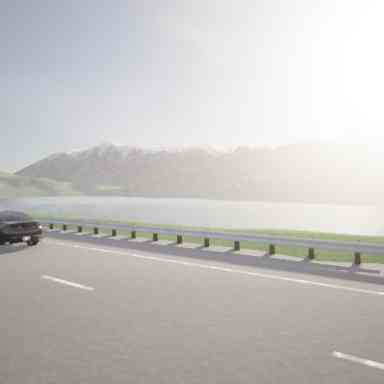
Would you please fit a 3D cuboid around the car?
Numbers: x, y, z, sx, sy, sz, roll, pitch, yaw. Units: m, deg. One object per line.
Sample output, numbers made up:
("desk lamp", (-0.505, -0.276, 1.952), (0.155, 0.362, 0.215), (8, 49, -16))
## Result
("car", (-8.269, 1.514, 14.066), (4.892, 1.490, 1.837), (0, 0, 35))
